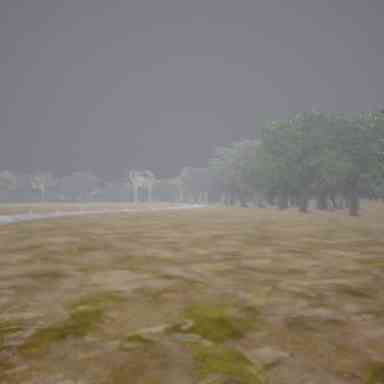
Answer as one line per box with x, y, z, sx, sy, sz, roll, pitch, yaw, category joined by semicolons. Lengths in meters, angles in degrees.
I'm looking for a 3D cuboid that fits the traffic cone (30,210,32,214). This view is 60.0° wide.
-21.200;2.629;43.721;0.340;0.580;0.340;0;-1;12;traffic cone
